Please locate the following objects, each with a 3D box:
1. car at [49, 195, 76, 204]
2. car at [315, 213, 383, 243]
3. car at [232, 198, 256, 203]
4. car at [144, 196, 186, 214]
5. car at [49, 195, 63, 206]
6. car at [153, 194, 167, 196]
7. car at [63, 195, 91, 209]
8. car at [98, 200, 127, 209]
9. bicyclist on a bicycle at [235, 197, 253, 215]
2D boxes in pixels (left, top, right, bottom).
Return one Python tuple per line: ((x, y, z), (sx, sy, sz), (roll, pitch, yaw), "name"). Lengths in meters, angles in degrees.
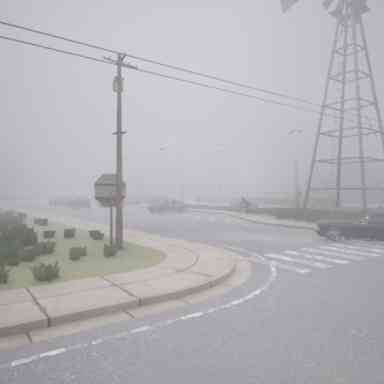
((-25.509, 1.474, 65.726), (4.611, 1.667, 2.242), (0, 0, -36), "car")
((8.021, 1.595, 14.854), (4.718, 1.301, 1.895), (0, 0, 23), "car")
((6.931, 1.510, 44.278), (3.905, 1.438, 1.784), (0, 0, -36), "car")
((-2.728, 1.499, 35.697), (4.193, 1.474, 1.816), (0, 0, -36), "car")
((-21.475, 1.487, 53.241), (2.128, 1.511, 4.902), (0, 0, -37), "car")
((-6.528, 1.299, 62.284), (4.605, 1.855, 1.932), (0, 0, -36), "car")
((-15.459, 1.347, 45.239), (2.097, 1.767, 4.553), (0, 0, -36), "car")
((-11.172, 1.307, 46.223), (3.866, 1.878, 1.905), (0, 0, -36), "car")
((4.724, 1.293, 30.107), (1.656, 1.620, 0.582), (0, 0, -2), "bicyclist on a bicycle")
